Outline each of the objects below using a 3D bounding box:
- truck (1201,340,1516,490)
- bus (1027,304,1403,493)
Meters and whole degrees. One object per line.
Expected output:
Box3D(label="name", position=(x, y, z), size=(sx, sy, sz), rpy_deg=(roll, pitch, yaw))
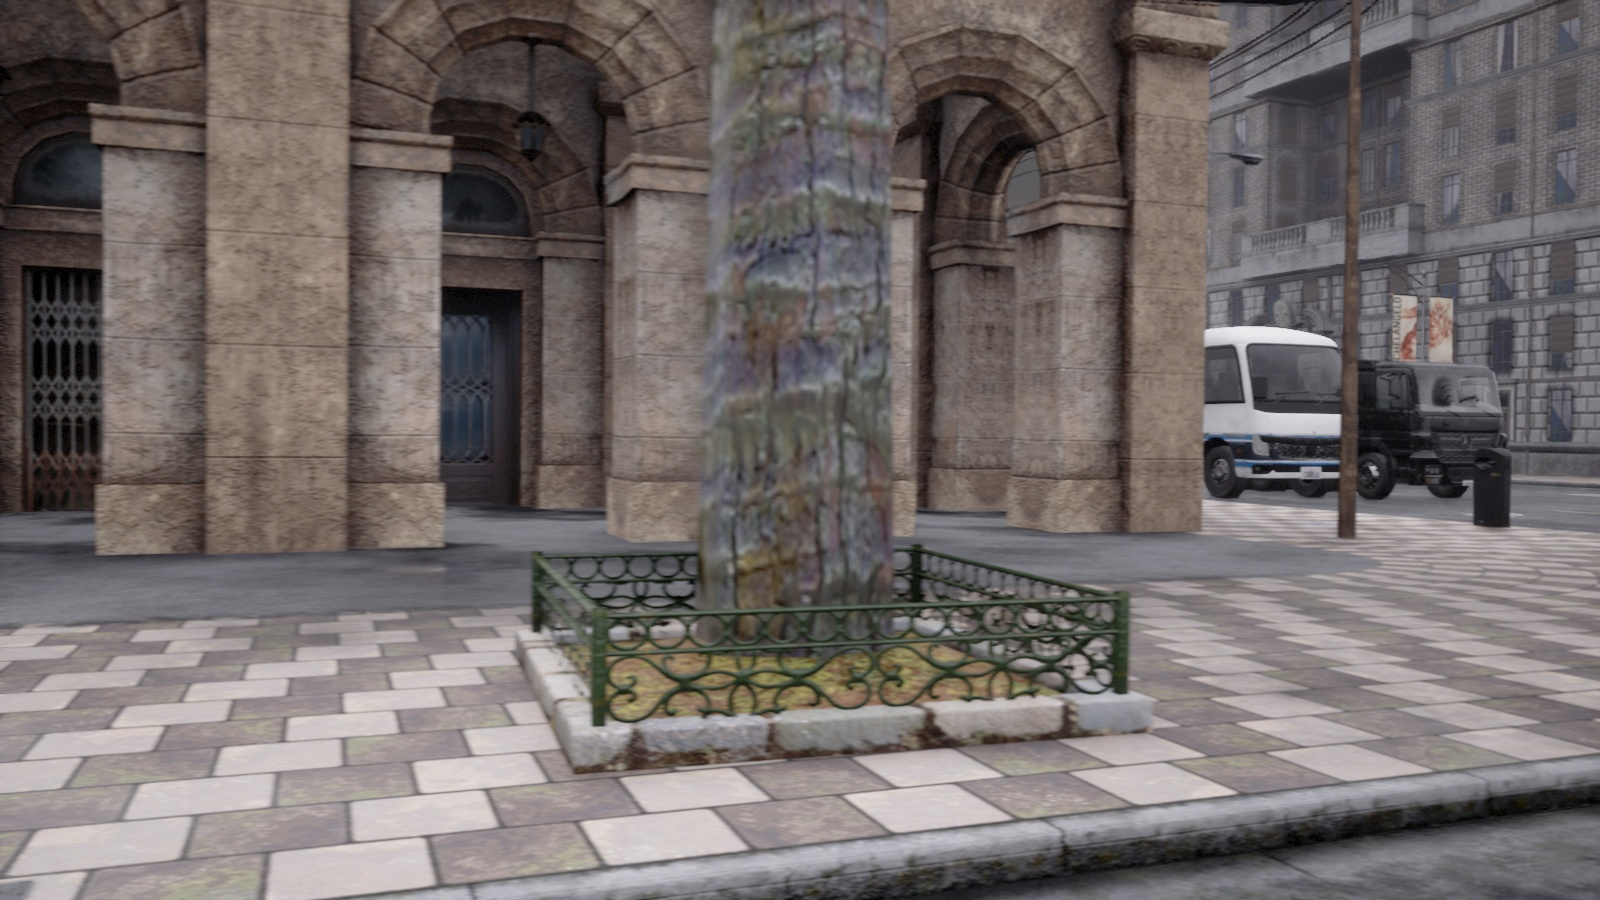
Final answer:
Box3D(label="truck", position=(14.403, -0.882, 33.307), size=(2.891, 3.462, 7.936), rpy_deg=(-1, 1, -21))
Box3D(label="bus", position=(10.508, -1.240, 33.650), size=(3.944, 4.253, 10.273), rpy_deg=(-1, 1, -21))
